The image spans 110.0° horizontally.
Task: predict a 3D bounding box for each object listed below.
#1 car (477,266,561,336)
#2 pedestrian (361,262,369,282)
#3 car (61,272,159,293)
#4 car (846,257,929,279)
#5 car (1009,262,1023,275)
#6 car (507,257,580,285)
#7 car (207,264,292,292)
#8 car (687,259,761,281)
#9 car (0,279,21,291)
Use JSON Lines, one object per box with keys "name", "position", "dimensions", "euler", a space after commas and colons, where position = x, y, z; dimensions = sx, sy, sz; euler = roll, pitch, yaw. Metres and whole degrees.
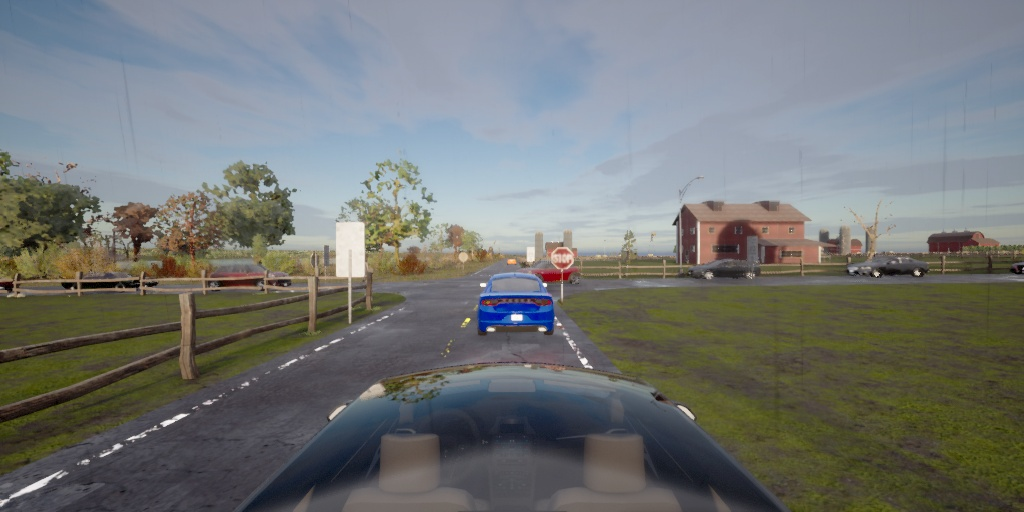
{"name": "car", "position": [0.062, 1.226, 10.486], "dimensions": [1.882, 1.535, 5.008], "euler": [0, 0, -1]}
{"name": "pedestrian", "position": [-12.175, 1.162, 29.453], "dimensions": [0.375, 1.860, 0.375], "euler": [0, 1, 0]}
{"name": "car", "position": [-26.380, 1.706, 23.675], "dimensions": [4.718, 1.301, 1.895], "euler": [-1, 0, 1]}
{"name": "car", "position": [27.261, 0.812, 26.142], "dimensions": [4.902, 1.511, 2.128], "euler": [-1, 0, 0]}
{"name": "car", "position": [39.223, 0.705, 26.035], "dimensions": [4.181, 1.385, 1.994], "euler": [-1, 0, 1]}
{"name": "car", "position": [2.253, 1.056, 23.795], "dimensions": [4.553, 1.767, 2.097], "euler": [-1, 1, -28]}
{"name": "car", "position": [-17.098, 1.330, 23.533], "dimensions": [4.553, 1.767, 2.097], "euler": [-1, 0, 1]}
{"name": "car", "position": [15.448, 1.000, 26.229], "dimensions": [4.892, 1.490, 1.837], "euler": [-1, 0, 0]}
{"name": "car", "position": [-36.262, 1.838, 24.150], "dimensions": [4.718, 1.301, 1.895], "euler": [-1, 0, 6]}
